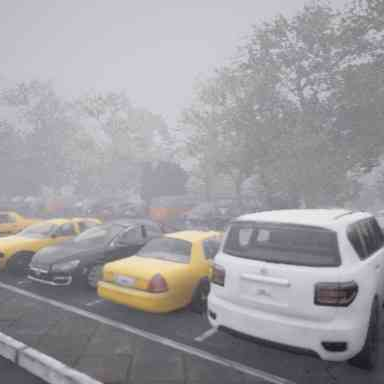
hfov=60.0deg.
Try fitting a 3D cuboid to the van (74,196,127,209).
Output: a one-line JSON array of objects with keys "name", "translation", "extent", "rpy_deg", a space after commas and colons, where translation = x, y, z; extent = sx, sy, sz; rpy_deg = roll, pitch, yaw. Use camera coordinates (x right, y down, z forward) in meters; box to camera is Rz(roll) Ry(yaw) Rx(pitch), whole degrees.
[{"name": "van", "translation": [-7.865, 1.333, 29.729], "extent": [1.878, 1.987, 4.442], "rpy_deg": [0, 0, 36]}]

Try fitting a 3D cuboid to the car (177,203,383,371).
[{"name": "car", "translation": [2.450, 1.320, 6.263], "extent": [2.435, 2.045, 5.566], "rpy_deg": [0, 0, 36]}]

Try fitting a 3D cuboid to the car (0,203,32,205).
[{"name": "car", "translation": [-10.942, 1.544, 16.167], "extent": [1.946, 1.575, 5.366], "rpy_deg": [0, 0, 36]}]

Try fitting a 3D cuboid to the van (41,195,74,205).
[{"name": "van", "translation": [-12.231, 1.368, 33.172], "extent": [1.878, 1.987, 4.442], "rpy_deg": [0, 0, 36]}]

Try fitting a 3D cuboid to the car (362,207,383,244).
[{"name": "car", "translation": [10.119, 1.605, 16.820], "extent": [2.002, 1.452, 4.674], "rpy_deg": [0, 0, 36]}]

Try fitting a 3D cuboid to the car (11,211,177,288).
[{"name": "car", "translation": [-2.059, 1.562, 9.505], "extent": [2.231, 1.521, 4.892], "rpy_deg": [0, 0, 36]}]

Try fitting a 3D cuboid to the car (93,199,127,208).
[{"name": "car", "translation": [-5.555, 1.576, 28.224], "extent": [2.163, 1.488, 4.792], "rpy_deg": [0, 0, 36]}]

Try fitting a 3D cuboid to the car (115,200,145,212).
[{"name": "car", "translation": [-3.419, 1.570, 26.674], "extent": [2.163, 1.488, 4.792], "rpy_deg": [0, 0, 36]}]

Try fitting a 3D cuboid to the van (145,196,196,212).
[{"name": "van", "translation": [-1.124, 1.314, 25.119], "extent": [1.878, 1.987, 4.442], "rpy_deg": [0, 0, 36]}]

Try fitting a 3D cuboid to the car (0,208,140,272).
[{"name": "car", "translation": [-4.419, 1.552, 10.979], "extent": [1.946, 1.575, 5.366], "rpy_deg": [0, 0, 36]}]

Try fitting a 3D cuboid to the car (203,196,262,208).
[{"name": "car", "translation": [3.410, 1.297, 21.723], "extent": [2.435, 2.045, 5.566], "rpy_deg": [0, 0, 36]}]

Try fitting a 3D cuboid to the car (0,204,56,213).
[{"name": "car", "translation": [-9.012, 1.544, 14.309], "extent": [1.946, 1.575, 5.366], "rpy_deg": [0, 0, 36]}]

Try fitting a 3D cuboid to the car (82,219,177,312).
[{"name": "car", "translation": [0.294, 1.563, 8.020], "extent": [1.946, 1.575, 5.366], "rpy_deg": [0, 0, 36]}]

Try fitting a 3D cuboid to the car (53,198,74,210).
[{"name": "car", "translation": [-10.053, 1.575, 31.455], "extent": [2.097, 1.535, 5.008], "rpy_deg": [0, 0, 36]}]

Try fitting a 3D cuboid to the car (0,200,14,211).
[{"name": "car", "translation": [-25.854, 1.746, 42.908], "extent": [2.002, 1.452, 4.674], "rpy_deg": [0, 0, 36]}]

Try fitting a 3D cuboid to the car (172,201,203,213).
[{"name": "car", "translation": [1.134, 1.573, 23.303], "extent": [2.163, 1.488, 4.792], "rpy_deg": [0, 0, 36]}]

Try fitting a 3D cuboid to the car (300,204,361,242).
[{"name": "car", "translation": [7.769, 1.557, 18.298], "extent": [1.946, 1.575, 5.366], "rpy_deg": [0, 0, 36]}]

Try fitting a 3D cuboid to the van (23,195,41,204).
[{"name": "van", "translation": [-14.611, 1.386, 34.609], "extent": [1.878, 1.987, 4.442], "rpy_deg": [0, 0, 36]}]

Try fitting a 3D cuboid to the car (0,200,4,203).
[{"name": "car", "translation": [-19.044, 1.398, 37.933], "extent": [2.435, 2.045, 5.566], "rpy_deg": [0, 0, 36]}]

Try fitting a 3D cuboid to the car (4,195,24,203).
[{"name": "car", "translation": [-16.801, 1.380, 36.307], "extent": [2.435, 2.045, 5.566], "rpy_deg": [0, 0, 36]}]
